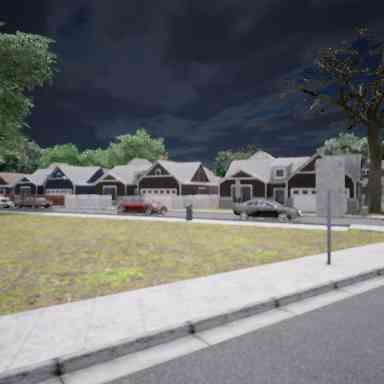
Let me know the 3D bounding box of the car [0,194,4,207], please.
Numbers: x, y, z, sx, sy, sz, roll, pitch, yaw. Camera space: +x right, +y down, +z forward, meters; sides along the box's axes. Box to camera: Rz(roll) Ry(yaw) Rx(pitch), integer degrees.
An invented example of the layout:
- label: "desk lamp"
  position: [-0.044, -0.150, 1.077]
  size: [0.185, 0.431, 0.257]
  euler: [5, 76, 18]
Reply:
- label: "car"
  position: [-27.953, 1.116, 45.190]
  size: [4.553, 1.767, 2.097]
  euler: [0, 0, 27]

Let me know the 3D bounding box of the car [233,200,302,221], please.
- label: "car"
  position: [5.394, 1.312, 24.175]
  size: [4.902, 1.511, 2.128]
  euler: [0, 0, 30]

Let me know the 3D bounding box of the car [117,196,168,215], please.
- label: "car"
  position: [-4.424, 1.158, 29.697]
  size: [4.553, 1.767, 2.097]
  euler: [0, 0, 28]

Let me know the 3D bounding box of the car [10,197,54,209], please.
- label: "car"
  position: [-19.425, 1.323, 40.829]
  size: [5.357, 1.411, 2.033]
  euler: [0, 0, 28]

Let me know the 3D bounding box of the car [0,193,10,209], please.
- label: "car"
  position: [-24.228, 0.998, 40.154]
  size: [5.566, 2.045, 2.150]
  euler: [0, 0, 28]
